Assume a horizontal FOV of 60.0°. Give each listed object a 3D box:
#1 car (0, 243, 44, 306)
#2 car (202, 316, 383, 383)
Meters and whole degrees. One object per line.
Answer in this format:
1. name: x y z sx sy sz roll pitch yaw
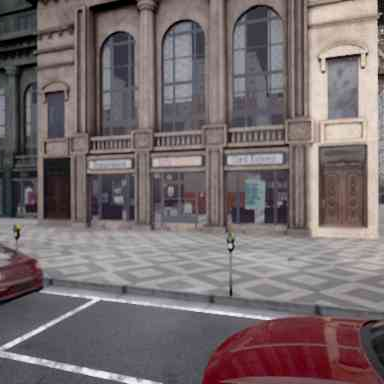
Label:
1. car: -5.023 1.578 6.759 4.206 1.307 1.802 0 0 19
2. car: 2.504 1.478 2.130 5.008 1.535 1.882 0 0 17
